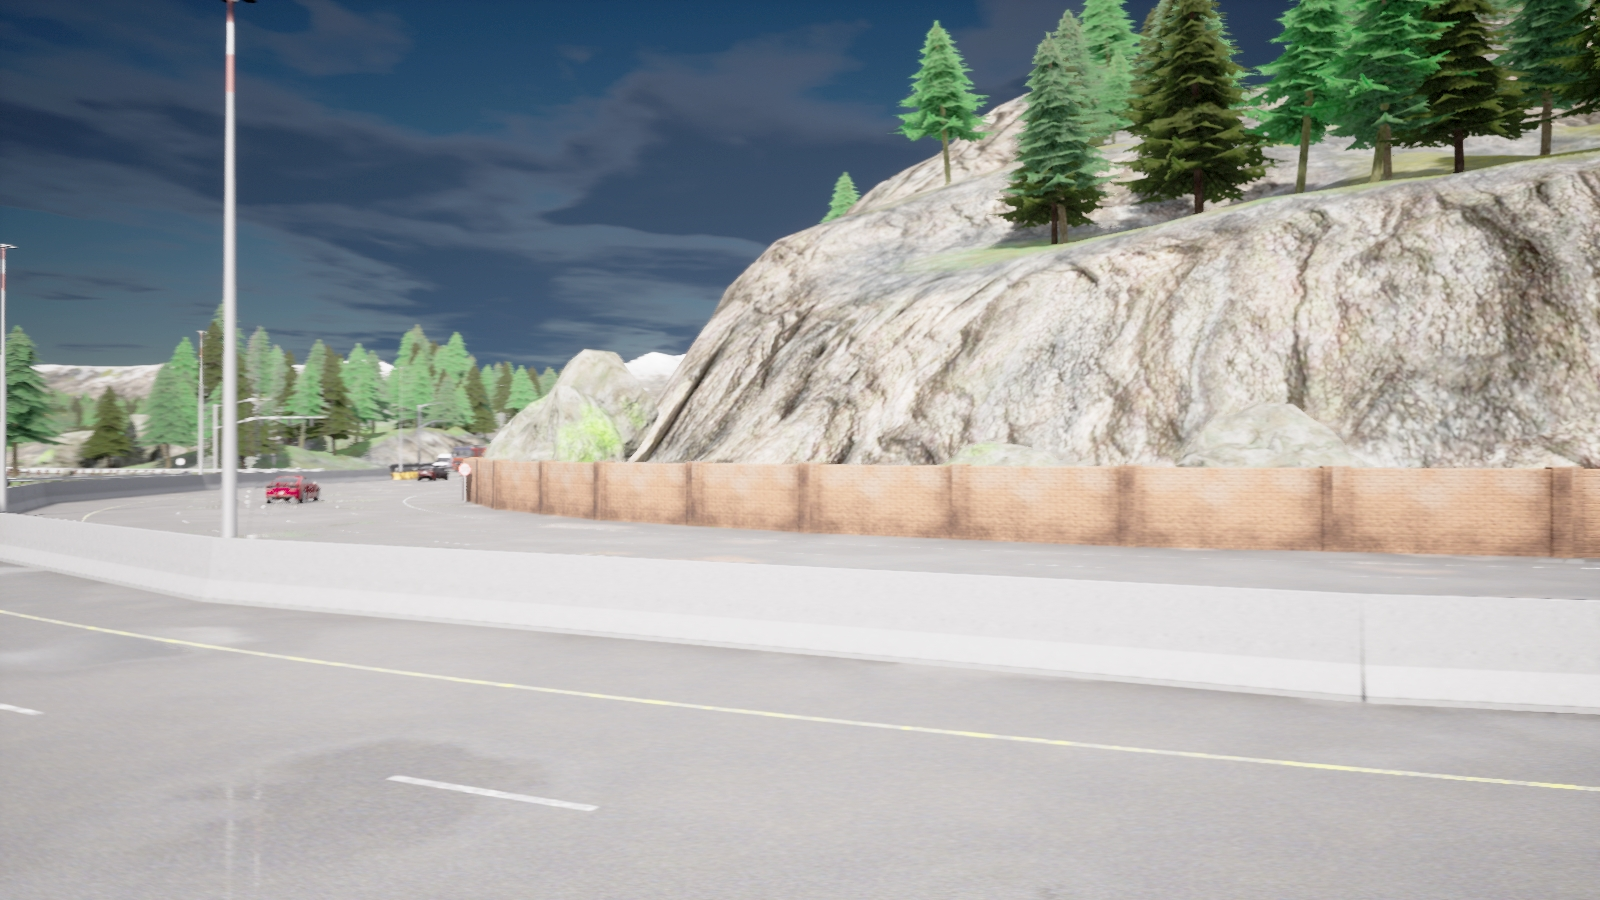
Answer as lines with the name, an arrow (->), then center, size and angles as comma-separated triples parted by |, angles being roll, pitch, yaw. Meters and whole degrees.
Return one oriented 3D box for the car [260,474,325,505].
car -> -28.194, 2.163, 63.645 | 2.097, 1.535, 5.006 | 0, 0, -9
